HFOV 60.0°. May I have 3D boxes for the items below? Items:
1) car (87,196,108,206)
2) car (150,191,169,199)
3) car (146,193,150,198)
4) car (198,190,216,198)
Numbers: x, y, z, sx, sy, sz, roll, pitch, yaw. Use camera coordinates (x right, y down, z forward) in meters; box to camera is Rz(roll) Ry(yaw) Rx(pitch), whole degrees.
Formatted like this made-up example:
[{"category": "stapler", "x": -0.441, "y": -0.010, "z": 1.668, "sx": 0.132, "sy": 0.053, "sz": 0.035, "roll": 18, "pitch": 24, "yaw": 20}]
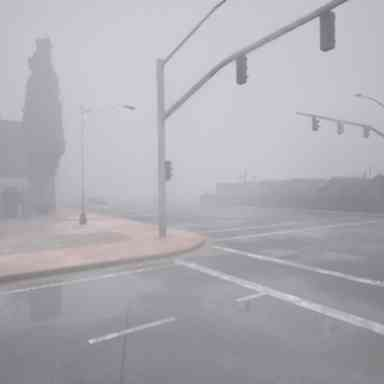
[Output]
[{"category": "car", "x": -14.449, "y": 1.310, "z": 50.613, "sx": 2.033, "sy": 1.411, "sz": 5.357, "roll": -1, "pitch": 1, "yaw": -32}, {"category": "car", "x": -7.274, "y": 0.616, "z": 78.972, "sx": 3.866, "sy": 1.878, "sz": 1.905, "roll": -1, "pitch": 1, "yaw": -34}, {"category": "car", "x": -8.850, "y": 0.611, "z": 81.400, "sx": 4.605, "sy": 1.855, "sz": 1.932, "roll": -1, "pitch": 1, "yaw": -34}, {"category": "car", "x": 3.747, "y": 0.621, "z": 62.736, "sx": 3.866, "sy": 1.878, "sz": 1.905, "roll": -1, "pitch": 1, "yaw": -34}]
